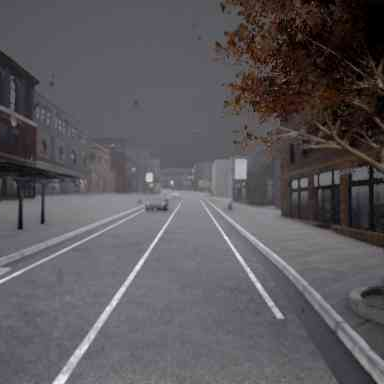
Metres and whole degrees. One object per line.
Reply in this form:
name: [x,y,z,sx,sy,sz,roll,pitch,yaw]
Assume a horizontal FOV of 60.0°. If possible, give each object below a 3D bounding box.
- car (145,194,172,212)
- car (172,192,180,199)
car: [-3.422,1.021,33.263,2.097,1.767,4.553,0,1,0]
car: [-3.566,0.752,73.803,1.882,1.535,5.008,0,0,0]
